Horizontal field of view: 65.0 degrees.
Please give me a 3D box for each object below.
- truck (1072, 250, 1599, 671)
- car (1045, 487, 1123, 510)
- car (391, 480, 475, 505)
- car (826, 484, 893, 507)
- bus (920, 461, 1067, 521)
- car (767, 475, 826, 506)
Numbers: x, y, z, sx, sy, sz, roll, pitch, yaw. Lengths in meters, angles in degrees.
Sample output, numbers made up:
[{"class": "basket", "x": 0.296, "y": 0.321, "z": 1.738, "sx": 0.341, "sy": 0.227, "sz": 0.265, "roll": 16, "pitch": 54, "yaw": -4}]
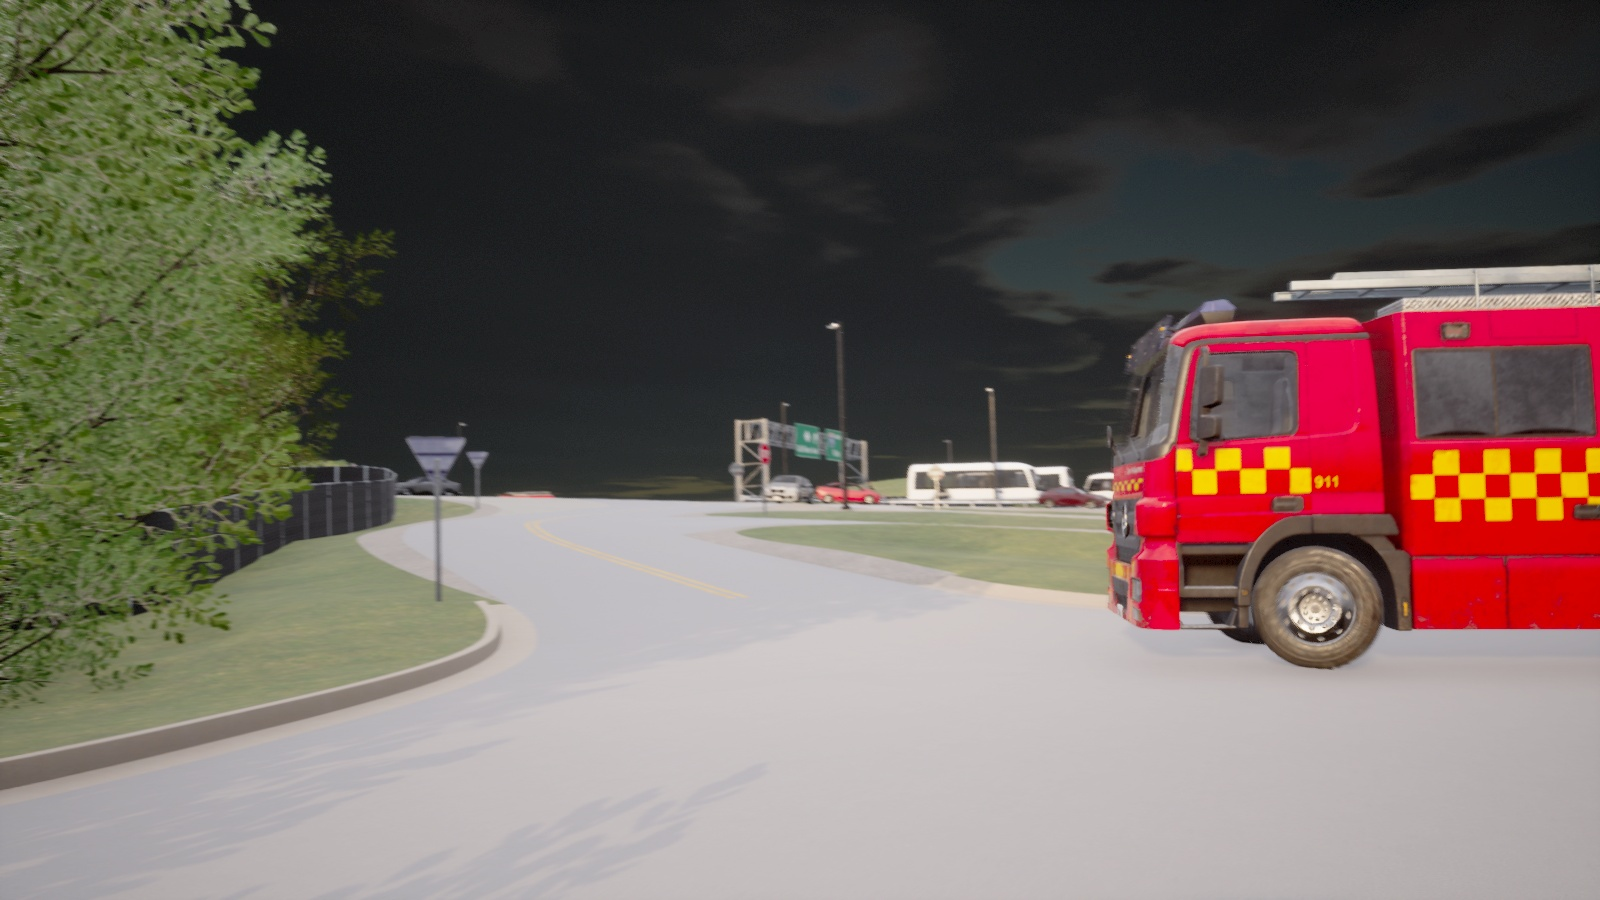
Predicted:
[{"class": "truck", "x": 7.290, "y": 0.150, "z": 12.891, "sx": 8.468, "sy": 3.827, "sz": 2.891, "roll": -1, "pitch": -3, "yaw": 8}, {"class": "car", "x": 18.649, "y": 3.174, "z": 82.504, "sx": 4.674, "sy": 1.442, "sz": 1.812, "roll": -1, "pitch": -2, "yaw": 32}, {"class": "car", "x": -24.575, "y": 2.860, "z": 84.164, "sx": 4.902, "sy": 1.511, "sz": 2.128, "roll": 3, "pitch": -4, "yaw": -38}, {"class": "car", "x": 4.112, "y": 3.150, "z": 87.058, "sx": 4.514, "sy": 1.525, "sz": 2.007, "roll": 1, "pitch": -3, "yaw": 0}, {"class": "bus", "x": 14.710, "y": 3.218, "z": 95.436, "sx": 10.273, "sy": 4.253, "sz": 3.944, "roll": -2, "pitch": -4, "yaw": 22}, {"class": "car", "x": -0.170, "y": 2.376, "z": 72.605, "sx": 2.242, "sy": 1.667, "sz": 4.611, "roll": 1, "pitch": -3, "yaw": 15}]
